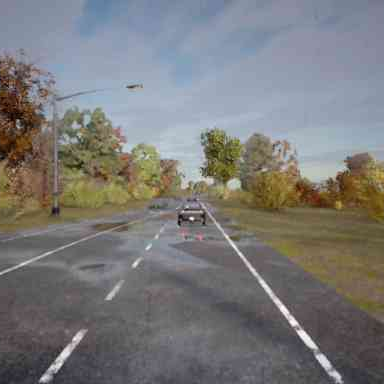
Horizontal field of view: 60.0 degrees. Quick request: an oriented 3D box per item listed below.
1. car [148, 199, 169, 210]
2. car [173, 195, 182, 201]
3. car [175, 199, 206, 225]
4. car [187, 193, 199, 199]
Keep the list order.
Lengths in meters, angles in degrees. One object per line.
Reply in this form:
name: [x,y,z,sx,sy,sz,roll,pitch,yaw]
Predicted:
car: [-4.076,1.522,41.031,1.994,1.385,4.181,0,0,5]
car: [-3.546,1.416,80.986,1.994,1.385,4.181,0,0,0]
car: [-0.013,1.476,23.664,2.128,1.511,4.902,0,0,0]
car: [-0.041,1.443,72.319,1.994,1.385,4.181,0,0,0]
